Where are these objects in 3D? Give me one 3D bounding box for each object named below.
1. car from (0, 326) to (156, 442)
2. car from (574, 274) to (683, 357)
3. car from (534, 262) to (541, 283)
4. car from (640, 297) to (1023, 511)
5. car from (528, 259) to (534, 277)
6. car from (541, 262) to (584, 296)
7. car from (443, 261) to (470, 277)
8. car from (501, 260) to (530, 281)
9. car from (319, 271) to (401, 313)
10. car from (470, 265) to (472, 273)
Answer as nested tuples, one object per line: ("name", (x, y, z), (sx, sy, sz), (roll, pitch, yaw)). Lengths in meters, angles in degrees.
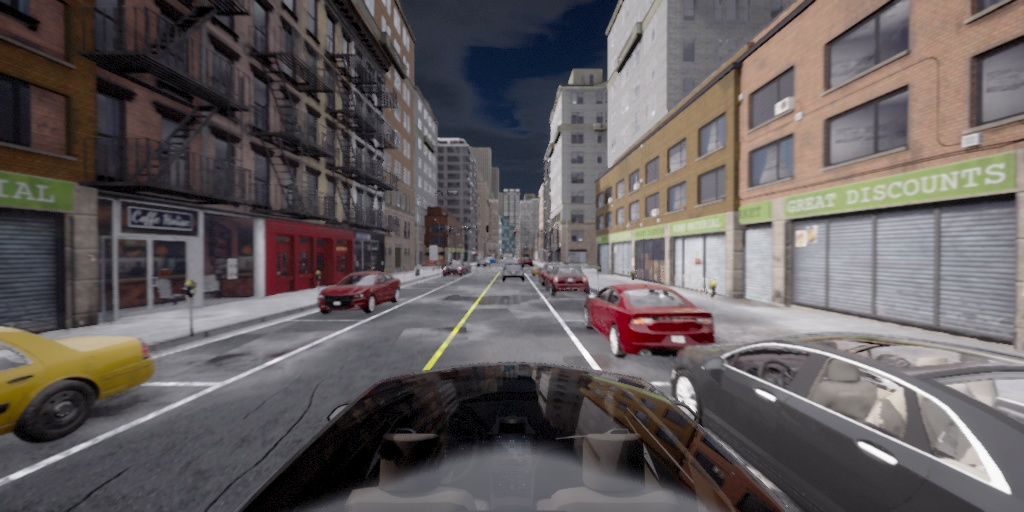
("car", (-5.669, 1.274, 2.712), (1.751, 1.417, 4.829), (0, 0, 0))
("car", (2.855, 1.290, 8.382), (1.888, 1.381, 4.507), (0, 0, 0))
("car", (2.850, 1.180, 24.872), (1.967, 1.591, 4.097), (0, 0, 0))
("car", (2.856, 1.300, 2.885), (2.007, 1.370, 4.403), (0, 0, 0))
("car", (2.847, 1.268, 36.036), (1.751, 1.417, 4.829), (0, 0, 0))
("car", (2.852, 1.181, 19.375), (1.967, 1.591, 4.097), (0, 0, 0))
("car", (-5.678, 1.183, 35.863), (1.967, 1.591, 4.097), (0, 0, 0))
("car", (0.097, 1.288, 29.463), (2.033, 1.411, 5.357), (0, 0, -1))
("car", (-5.672, 1.287, 13.876), (1.888, 1.381, 4.507), (0, 0, 0))
("car", (-5.680, 1.312, 41.359), (1.948, 1.339, 4.313), (0, 0, 0))
